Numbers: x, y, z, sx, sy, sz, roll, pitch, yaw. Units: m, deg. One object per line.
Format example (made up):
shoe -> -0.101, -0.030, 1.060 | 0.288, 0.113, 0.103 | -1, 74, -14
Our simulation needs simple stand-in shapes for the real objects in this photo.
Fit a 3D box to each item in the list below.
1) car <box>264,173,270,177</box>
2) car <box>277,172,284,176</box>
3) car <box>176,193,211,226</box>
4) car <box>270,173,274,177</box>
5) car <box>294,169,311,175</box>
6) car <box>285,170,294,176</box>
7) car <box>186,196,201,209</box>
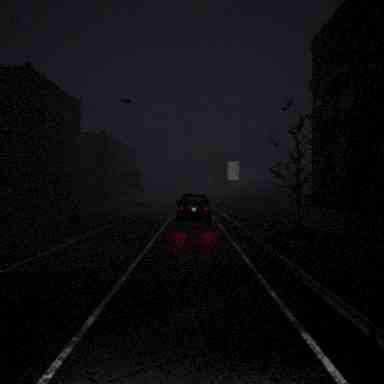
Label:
car -> 21.930, -4.488, 90.517 | 2.231, 1.521, 4.892 | 0, 1, -1
car -> 22.507, -4.227, 79.439 | 2.097, 1.535, 5.008 | 0, 1, -4
car -> 0.116, 1.091, 22.144 | 2.150, 2.045, 5.566 | 0, 1, 0
car -> 22.159, -4.320, 84.976 | 2.002, 1.452, 4.674 | 0, 1, -2
car -> 23.586, -3.928, 68.244 | 2.163, 1.488, 4.792 | 0, 1, -6
car -> 22.971, -4.220, 73.933 | 2.185, 1.767, 4.553 | 0, 1, -5
car -> 0.131, 1.274, 42.107 | 1.812, 1.442, 4.674 | 0, 0, 0
